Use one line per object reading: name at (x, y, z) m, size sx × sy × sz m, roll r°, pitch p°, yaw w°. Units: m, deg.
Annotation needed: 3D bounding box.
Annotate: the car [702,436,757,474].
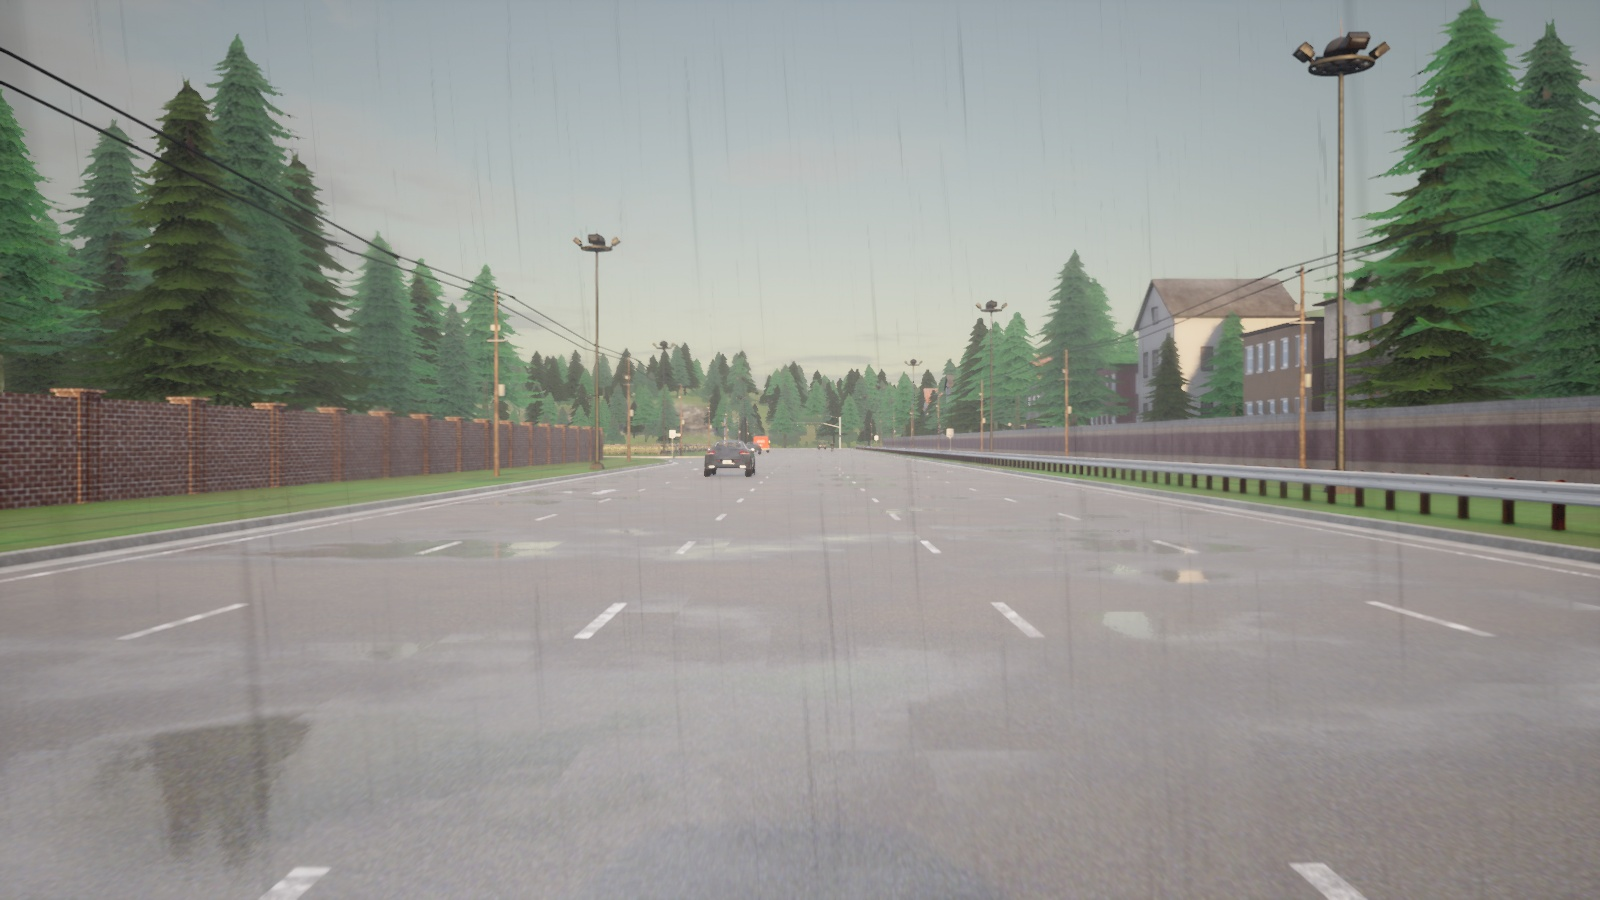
car at (-3.158, 0.200, 57.181) m, size 2.152 × 1.651 × 5.027 m, roll 0°, pitch 0°, yaw 0°
